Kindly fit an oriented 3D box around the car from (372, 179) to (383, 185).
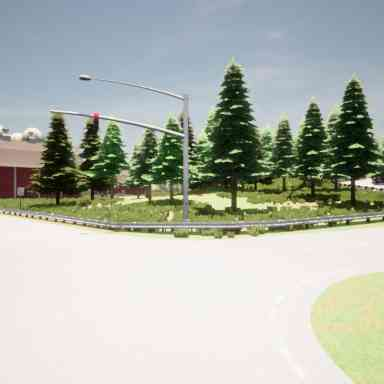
[{"bbox_3d":[29.087,-1.913,51.437,1.837,1.490,4.892,0,5,21],"label":"car"}]
